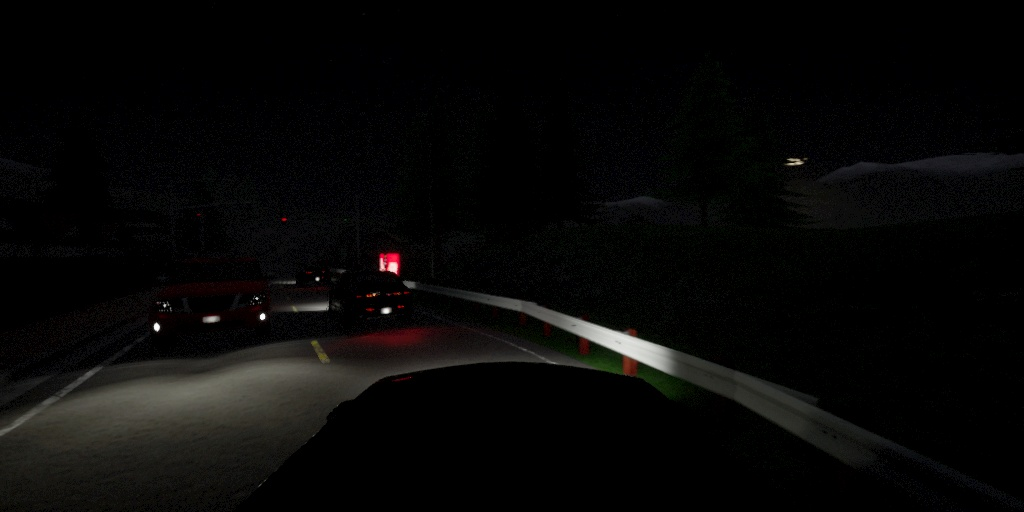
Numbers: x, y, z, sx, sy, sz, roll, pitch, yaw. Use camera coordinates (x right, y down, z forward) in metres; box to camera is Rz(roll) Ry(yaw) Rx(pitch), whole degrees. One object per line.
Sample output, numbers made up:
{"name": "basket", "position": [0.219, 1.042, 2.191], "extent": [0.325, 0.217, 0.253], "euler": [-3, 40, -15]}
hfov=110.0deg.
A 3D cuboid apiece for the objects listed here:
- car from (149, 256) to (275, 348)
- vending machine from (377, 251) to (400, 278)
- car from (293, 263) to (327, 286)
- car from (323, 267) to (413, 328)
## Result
{"name": "car", "position": [-8.104, 1.021, 10.097], "extent": [2.150, 2.045, 5.566], "euler": [-2, 1, -34]}
{"name": "vending machine", "position": [-7.204, 0.816, 21.339], "extent": [1.100, 2.100, 0.880], "euler": [0, 0, -35]}
{"name": "car", "position": [-13.820, 1.205, 24.892], "extent": [1.837, 1.490, 4.892], "euler": [-2, 1, -35]}
{"name": "car", "position": [-4.673, 1.215, 11.536], "extent": [1.837, 1.490, 4.892], "euler": [-2, 1, -34]}
